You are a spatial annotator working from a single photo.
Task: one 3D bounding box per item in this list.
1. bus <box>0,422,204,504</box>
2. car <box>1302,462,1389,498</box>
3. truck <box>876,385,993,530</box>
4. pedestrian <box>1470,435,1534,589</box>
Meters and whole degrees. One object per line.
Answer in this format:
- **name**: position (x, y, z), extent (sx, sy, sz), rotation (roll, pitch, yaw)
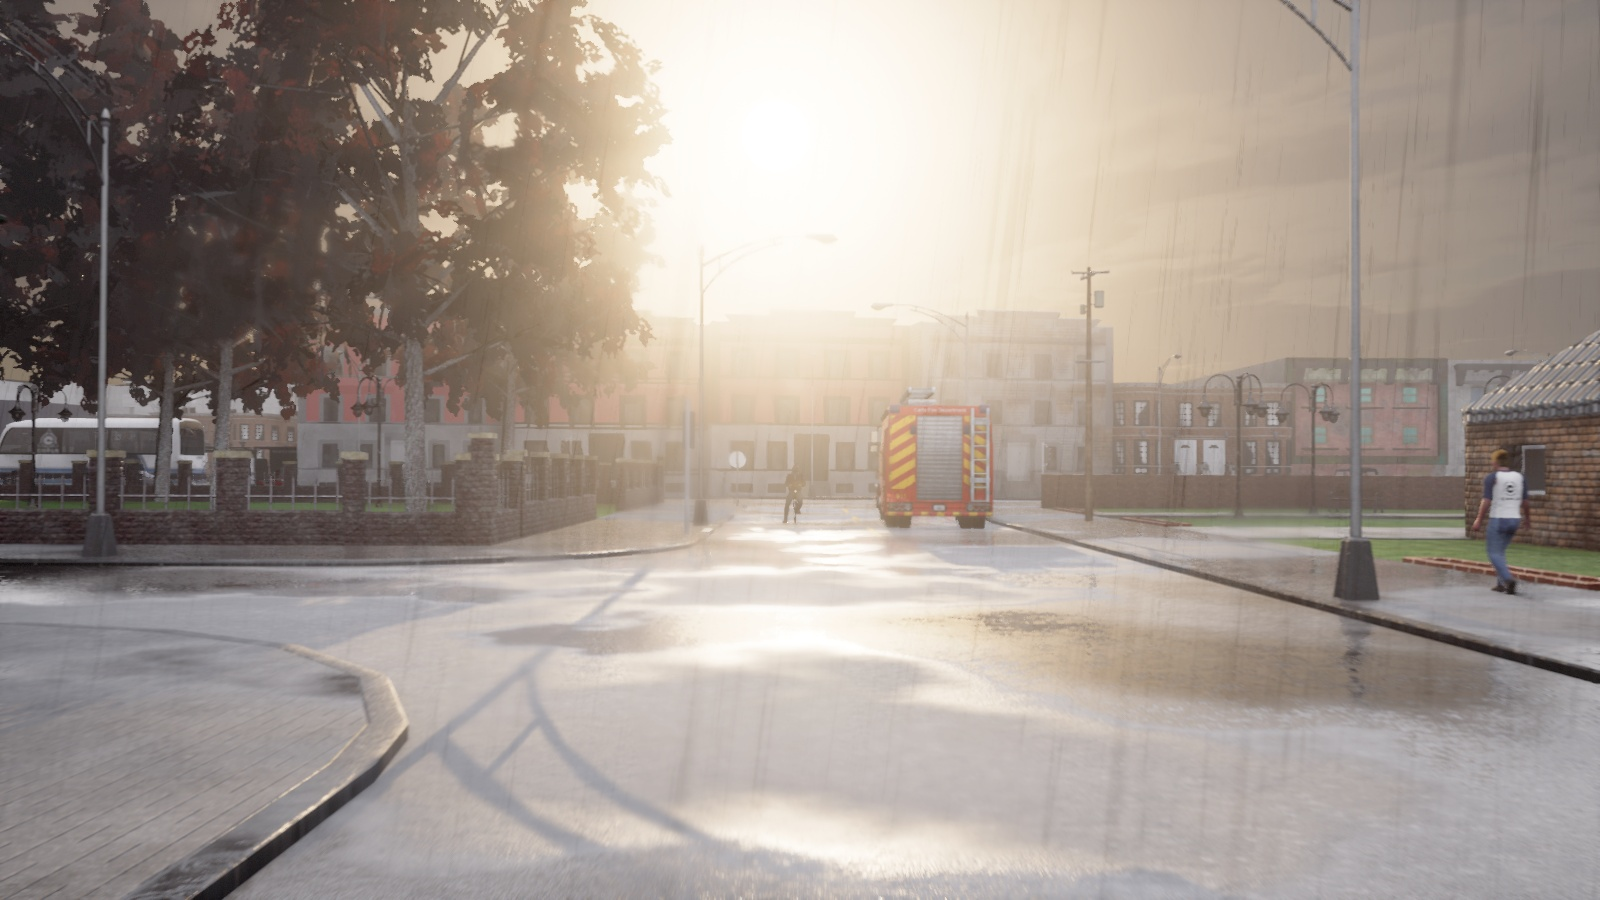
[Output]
- **bus**: position (-38.047, 0.718, 67.337), extent (10.273, 4.253, 3.944), rotation (0, -1, 0)
- **car**: position (29.299, 1.624, 67.514), extent (3.866, 1.878, 1.905), rotation (0, -1, 0)
- **truck**: position (3.841, 0.266, 37.682), extent (2.891, 3.827, 8.468), rotation (0, -1, 2)
- **pedestrian**: position (8.610, 0.748, 15.417), extent (0.354, 1.836, 0.706), rotation (0, -1, -2)
